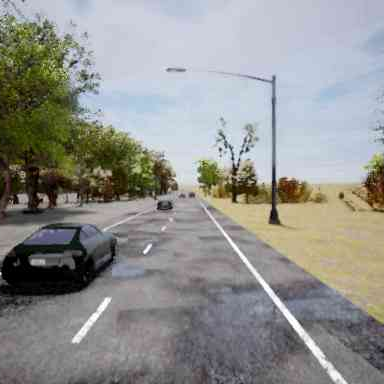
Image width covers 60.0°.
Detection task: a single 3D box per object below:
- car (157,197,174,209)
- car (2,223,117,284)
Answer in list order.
[{"bbox_3d":[-3.499,1.457,43.965,2.128,1.511,4.902,0,0,0],"label":"car"},{"bbox_3d":[-3.499,1.564,9.572,1.994,1.385,4.181,0,0,0],"label":"car"}]
